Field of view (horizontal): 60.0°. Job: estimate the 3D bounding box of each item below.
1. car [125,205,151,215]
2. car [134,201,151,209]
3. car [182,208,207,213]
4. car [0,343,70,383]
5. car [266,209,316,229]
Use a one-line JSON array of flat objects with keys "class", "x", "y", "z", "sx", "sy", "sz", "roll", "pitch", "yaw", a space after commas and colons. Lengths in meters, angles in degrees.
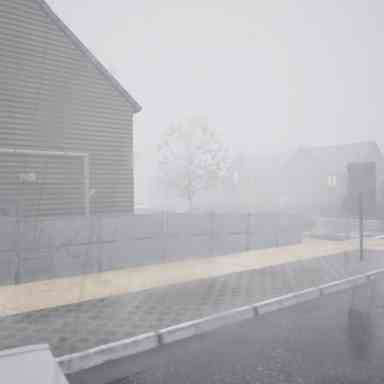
[{"class": "car", "x": -7.887, "y": 2.584, "z": 48.405, "sx": 1.895, "sy": 1.301, "sz": 4.718, "roll": -1, "pitch": -1, "yaw": -35}, {"class": "car", "x": -7.554, "y": 2.139, "z": 42.958, "sx": 2.150, "sy": 2.045, "sz": 5.566, "roll": -1, "pitch": -1, "yaw": -35}, {"class": "car", "x": 0.651, "y": 2.181, "z": 31.407, "sx": 1.895, "sy": 1.301, "sz": 4.718, "roll": -1, "pitch": -1, "yaw": -35}, {"class": "car", "x": -2.743, "y": 1.601, "z": 1.080, "sx": 4.718, "sy": 1.301, "sz": 1.895, "roll": 0, "pitch": 0, "yaw": -35}, {"class": "car", "x": 6.452, "y": 1.907, "z": 23.249, "sx": 1.994, "sy": 1.385, "sz": 4.181, "roll": -1, "pitch": -1, "yaw": -36}]
